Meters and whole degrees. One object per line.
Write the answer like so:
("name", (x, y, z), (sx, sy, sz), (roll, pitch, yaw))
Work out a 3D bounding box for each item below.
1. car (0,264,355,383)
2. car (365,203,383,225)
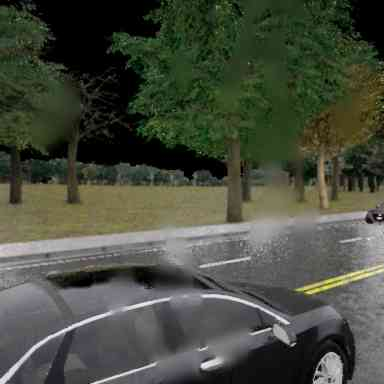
("car", (-0.377, 1.491, 3.170), (4.892, 1.490, 1.837), (-1, 1, -35))
("car", (12.568, 1.313, 20.609), (4.181, 1.385, 1.994), (-1, 1, -35))
